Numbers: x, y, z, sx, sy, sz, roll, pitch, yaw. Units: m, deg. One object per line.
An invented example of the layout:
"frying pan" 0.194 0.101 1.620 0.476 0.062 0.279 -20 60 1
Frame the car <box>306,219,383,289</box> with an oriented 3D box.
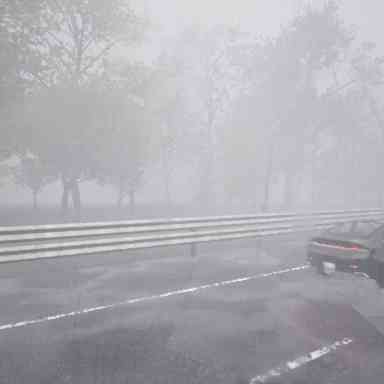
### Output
"car" 5.202 1.494 9.082 4.902 1.511 2.128 0 0 -34
